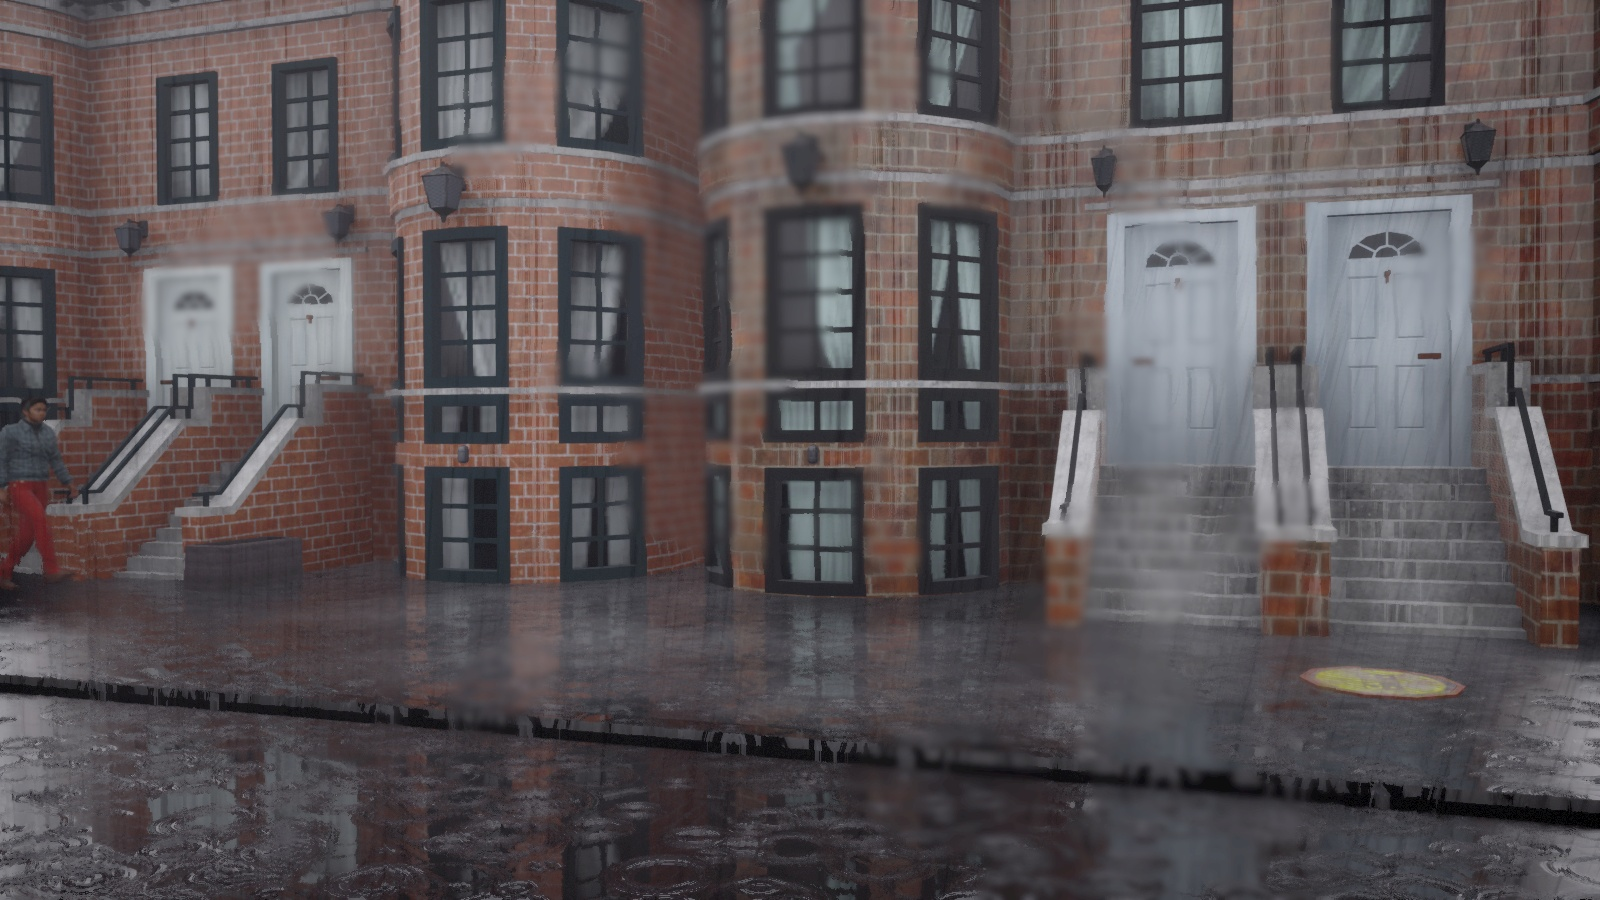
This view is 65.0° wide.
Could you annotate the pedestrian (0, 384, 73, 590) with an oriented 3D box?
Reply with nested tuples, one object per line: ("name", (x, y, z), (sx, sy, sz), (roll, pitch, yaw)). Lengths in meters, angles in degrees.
("pedestrian", (-7.046, 0.326, 11.502), (0.614, 1.847, 0.353), (1, 1, 20))
